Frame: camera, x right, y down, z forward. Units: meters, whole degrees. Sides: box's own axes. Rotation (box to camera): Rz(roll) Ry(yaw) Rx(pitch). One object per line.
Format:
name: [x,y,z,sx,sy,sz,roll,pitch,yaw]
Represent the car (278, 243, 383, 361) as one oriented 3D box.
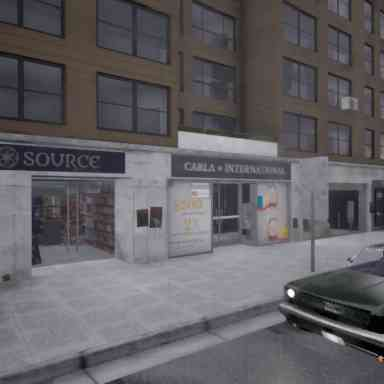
car: [3.649,1.601,5.627,4.718,1.301,1.895,0,0,-35]
